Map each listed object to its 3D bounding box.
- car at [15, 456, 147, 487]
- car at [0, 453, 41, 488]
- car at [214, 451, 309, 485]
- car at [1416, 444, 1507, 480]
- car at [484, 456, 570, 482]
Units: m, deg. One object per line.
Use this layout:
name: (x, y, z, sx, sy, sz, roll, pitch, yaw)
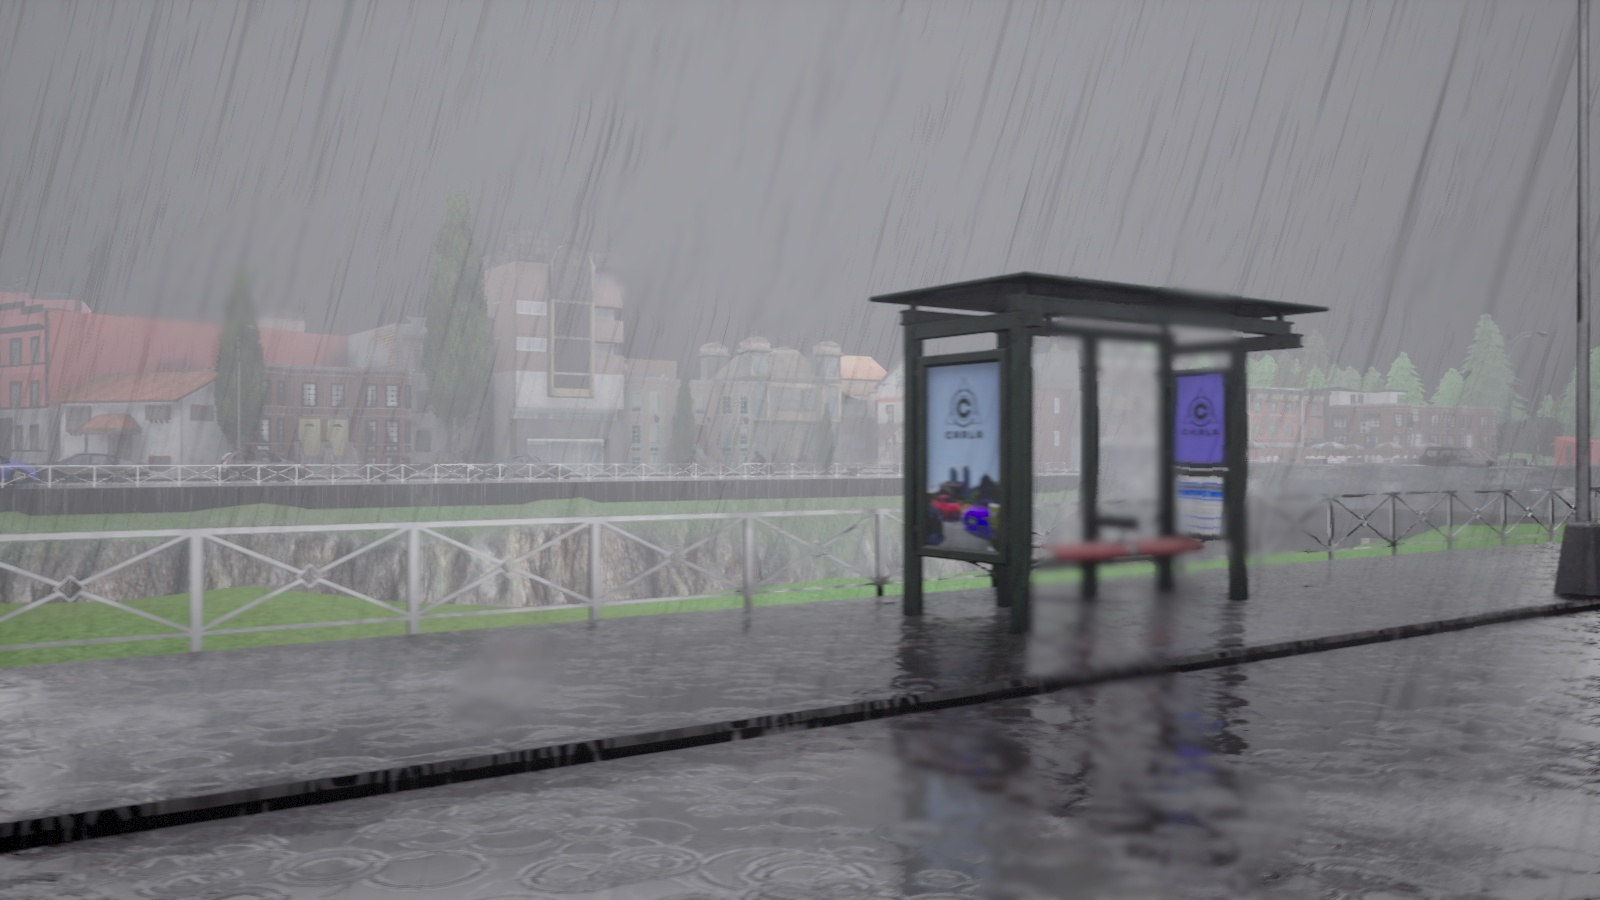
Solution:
car: (-34.494, 1.013, 60.321, 5.357, 1.411, 2.033, 0, 0, -35)
car: (-35.715, 0.902, 54.659, 4.514, 1.525, 2.007, 0, 0, -34)
car: (-26.232, 0.849, 61.233, 3.988, 1.617, 1.851, 0, 0, -34)
car: (35.500, 0.631, 67.474, 1.905, 1.878, 3.866, 0, 0, -35)
car: (-14.991, 1.009, 69.042, 4.181, 1.385, 1.994, 0, 0, -35)
